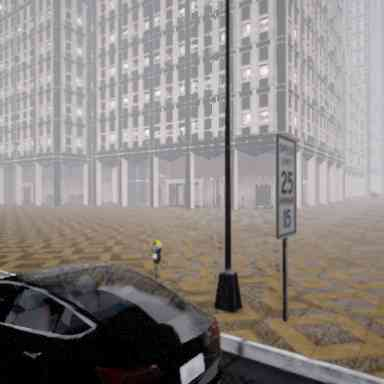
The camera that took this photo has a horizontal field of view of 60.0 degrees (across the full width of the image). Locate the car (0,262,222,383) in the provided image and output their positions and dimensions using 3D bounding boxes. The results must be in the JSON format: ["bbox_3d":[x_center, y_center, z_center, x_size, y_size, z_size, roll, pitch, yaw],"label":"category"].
[{"bbox_3d":[-1.688,1.561,4.076,4.313,1.339,1.947,0,0,35],"label":"car"}]
